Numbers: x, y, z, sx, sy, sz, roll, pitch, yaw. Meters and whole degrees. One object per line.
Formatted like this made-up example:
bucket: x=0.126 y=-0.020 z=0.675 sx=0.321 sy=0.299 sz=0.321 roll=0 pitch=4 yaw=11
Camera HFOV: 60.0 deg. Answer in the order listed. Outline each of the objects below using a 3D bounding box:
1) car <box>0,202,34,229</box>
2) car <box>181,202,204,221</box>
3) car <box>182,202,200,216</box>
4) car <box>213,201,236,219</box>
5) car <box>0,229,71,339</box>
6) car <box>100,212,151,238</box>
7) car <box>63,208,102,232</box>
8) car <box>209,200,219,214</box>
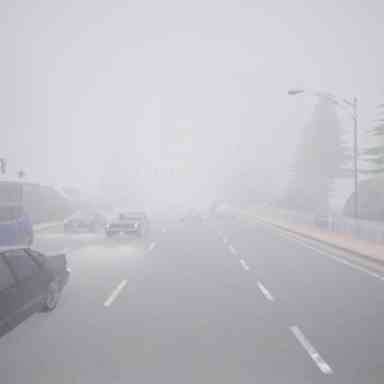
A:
car: x=-7.118 y=1.362 z=10.449 sx=2.150 sy=2.045 sz=5.566 roll=0 pitch=-1 yaw=1
car: x=-0.050 y=1.919 z=31.142 sx=1.812 sy=1.442 sz=4.674 roll=0 pitch=-1 yaw=0
car: x=-0.127 y=2.011 z=41.099 sx=2.128 sy=1.511 sz=4.902 roll=0 pitch=-1 yaw=0
car: x=3.452 y=1.958 z=34.439 sx=1.812 sy=1.442 sz=4.674 roll=0 pitch=-1 yaw=0
car: x=-3.614 y=1.617 z=5.191 sx=2.033 sy=1.411 sz=5.357 roll=0 pitch=-1 yaw=0
car: x=-3.592 y=1.848 z=19.295 sx=1.895 sy=1.301 sz=4.718 roll=0 pitch=-1 yaw=0
car: x=-7.159 y=1.818 z=22.744 sx=1.812 sy=1.442 sz=4.674 roll=0 pitch=-1 yaw=0
car: x=3.402 y=1.902 z=43.853 sx=2.097 sy=1.767 sz=4.553 roll=0 pitch=-1 yaw=1
